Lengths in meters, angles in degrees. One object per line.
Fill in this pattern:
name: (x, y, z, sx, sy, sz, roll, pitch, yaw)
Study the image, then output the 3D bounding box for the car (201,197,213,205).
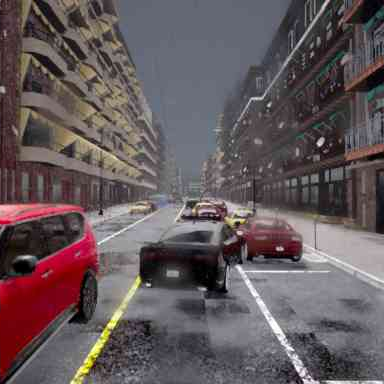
car: (2.732, 1.669, 61.850, 1.887, 1.381, 4.507, 1, 0, 0)

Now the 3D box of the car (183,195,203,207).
car: (0.120, 1.550, 45.600, 1.882, 1.535, 5.008, 0, 0, 0)

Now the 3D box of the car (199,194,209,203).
car: (2.742, 1.504, 78.444, 2.192, 1.841, 5.009, 1, 0, 0)

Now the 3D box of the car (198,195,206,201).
car: (2.765, 1.682, 89.507, 1.967, 1.590, 4.097, 1, 0, 0)

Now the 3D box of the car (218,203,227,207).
car: (2.628, 1.541, 17.776, 1.752, 1.417, 4.829, 1, 0, 0)

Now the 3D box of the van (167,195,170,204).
van: (-5.157, 1.446, 56.401, 1.690, 1.788, 3.998, 1, 0, 0)

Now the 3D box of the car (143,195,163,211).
car: (-5.195, 1.373, 39.811, 2.192, 1.841, 5.009, 2, 0, 0)

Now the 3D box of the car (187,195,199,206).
car: (0.142, 1.467, 59.439, 2.097, 1.767, 4.553, 0, 0, 0)

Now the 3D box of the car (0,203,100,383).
car: (-2.838, 1.224, 4.253, 2.150, 2.045, 5.566, 0, 0, 0)

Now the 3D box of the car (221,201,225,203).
car: (2.666, 1.591, 34.197, 1.887, 1.381, 4.507, 1, 0, 0)

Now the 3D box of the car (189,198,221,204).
car: (0.885, 1.482, 24.941, 1.801, 1.575, 5.366, 0, 0, 0)

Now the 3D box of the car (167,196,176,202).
car: (-5.097, 1.781, 84.053, 1.947, 1.339, 4.313, 1, 0, 0)

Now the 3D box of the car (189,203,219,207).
car: (0.870, 1.543, 18.747, 1.812, 1.442, 4.674, 0, 0, 0)

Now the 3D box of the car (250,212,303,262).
car: (2.613, 1.554, 12.074, 1.887, 1.381, 4.507, 1, 0, 0)

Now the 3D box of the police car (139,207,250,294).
police car: (0.298, 1.431, 9.129, 1.930, 1.638, 5.238, 0, 0, 15)

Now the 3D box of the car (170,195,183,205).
car: (-2.598, 1.655, 63.409, 1.812, 1.442, 4.674, 0, 0, 0)

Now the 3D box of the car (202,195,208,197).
car: (2.719, 1.649, 56.320, 1.887, 1.381, 4.507, 1, 0, 0)

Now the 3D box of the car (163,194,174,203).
car: (-5.116, 1.482, 72.992, 2.192, 1.841, 5.009, 1, 0, 0)

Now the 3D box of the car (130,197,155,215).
car: (-5.214, 1.571, 34.109, 1.752, 1.417, 4.829, 2, 0, 0)

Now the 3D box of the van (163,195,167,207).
van: (-5.169, 1.428, 50.869, 1.690, 1.788, 3.998, 2, 0, 0)
